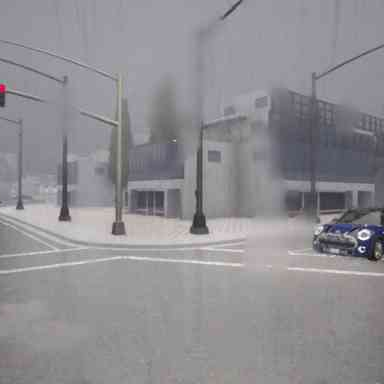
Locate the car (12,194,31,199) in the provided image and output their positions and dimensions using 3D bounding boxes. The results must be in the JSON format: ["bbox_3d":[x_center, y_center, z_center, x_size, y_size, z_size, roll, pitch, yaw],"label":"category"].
[{"bbox_3d":[-43.225,1.379,84.043,4.892,1.490,1.837,0,0,9],"label":"car"}]

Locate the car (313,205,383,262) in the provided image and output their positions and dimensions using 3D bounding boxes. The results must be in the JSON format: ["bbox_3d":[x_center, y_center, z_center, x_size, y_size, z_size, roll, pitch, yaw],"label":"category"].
[{"bbox_3d":[6.554,1.389,12.482,4.553,1.767,2.097,0,0,-37],"label":"car"}]

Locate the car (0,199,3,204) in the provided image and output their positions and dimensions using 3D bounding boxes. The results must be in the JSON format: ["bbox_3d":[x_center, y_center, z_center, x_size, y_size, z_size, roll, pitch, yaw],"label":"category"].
[{"bbox_3d":[-31.967,1.377,51.406,2.128,1.511,4.902,1,0,44],"label":"car"}]
